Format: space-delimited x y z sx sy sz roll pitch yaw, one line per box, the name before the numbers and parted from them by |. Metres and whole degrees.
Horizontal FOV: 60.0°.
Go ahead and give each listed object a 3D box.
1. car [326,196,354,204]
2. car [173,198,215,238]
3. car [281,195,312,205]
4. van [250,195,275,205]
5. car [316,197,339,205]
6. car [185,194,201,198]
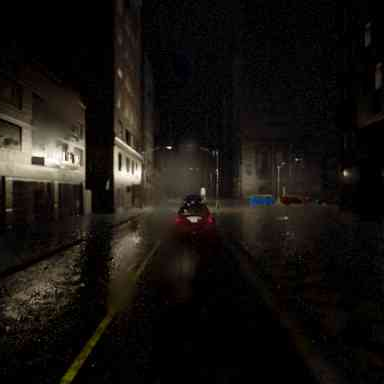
car | 28.535 1.576 64.295 4.507 1.381 1.887 0 0 -1
car | 0.097 1.386 17.984 2.097 1.767 4.553 0 0 0
car | 17.362 1.359 55.596 5.009 1.841 2.192 0 0 -1
van | 11.721 1.386 55.509 3.998 1.788 1.690 0 0 -1
car | 23.001 1.606 55.683 4.313 1.339 1.947 0 0 -1
car | 0.097 1.247 38.237 2.150 2.045 5.566 0 0 0
